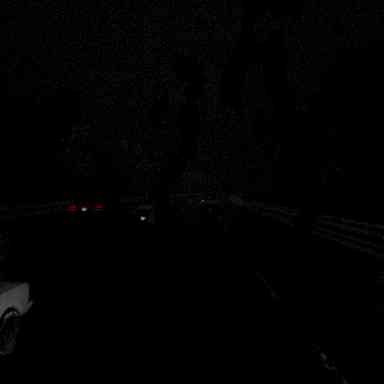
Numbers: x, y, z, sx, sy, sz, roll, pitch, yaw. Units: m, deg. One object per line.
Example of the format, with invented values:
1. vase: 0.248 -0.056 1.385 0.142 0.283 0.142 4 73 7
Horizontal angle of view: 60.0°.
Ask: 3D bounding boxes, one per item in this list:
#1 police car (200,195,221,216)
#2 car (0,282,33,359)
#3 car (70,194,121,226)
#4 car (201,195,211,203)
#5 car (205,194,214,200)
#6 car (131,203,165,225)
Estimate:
1. police car: 1.765 1.356 32.377 1.930 1.638 5.238 0 0 2
2. car: -3.379 1.592 2.995 1.895 1.301 4.718 0 0 0
3. car: -6.519 1.166 23.047 2.150 2.045 5.566 0 0 2
4. car: 2.872 1.421 66.319 1.812 1.442 4.674 0 0 5
5. car: 4.412 1.283 82.083 1.994 1.385 4.181 0 0 6
6. car: -3.010 1.472 23.134 1.812 1.442 4.674 0 0 2
